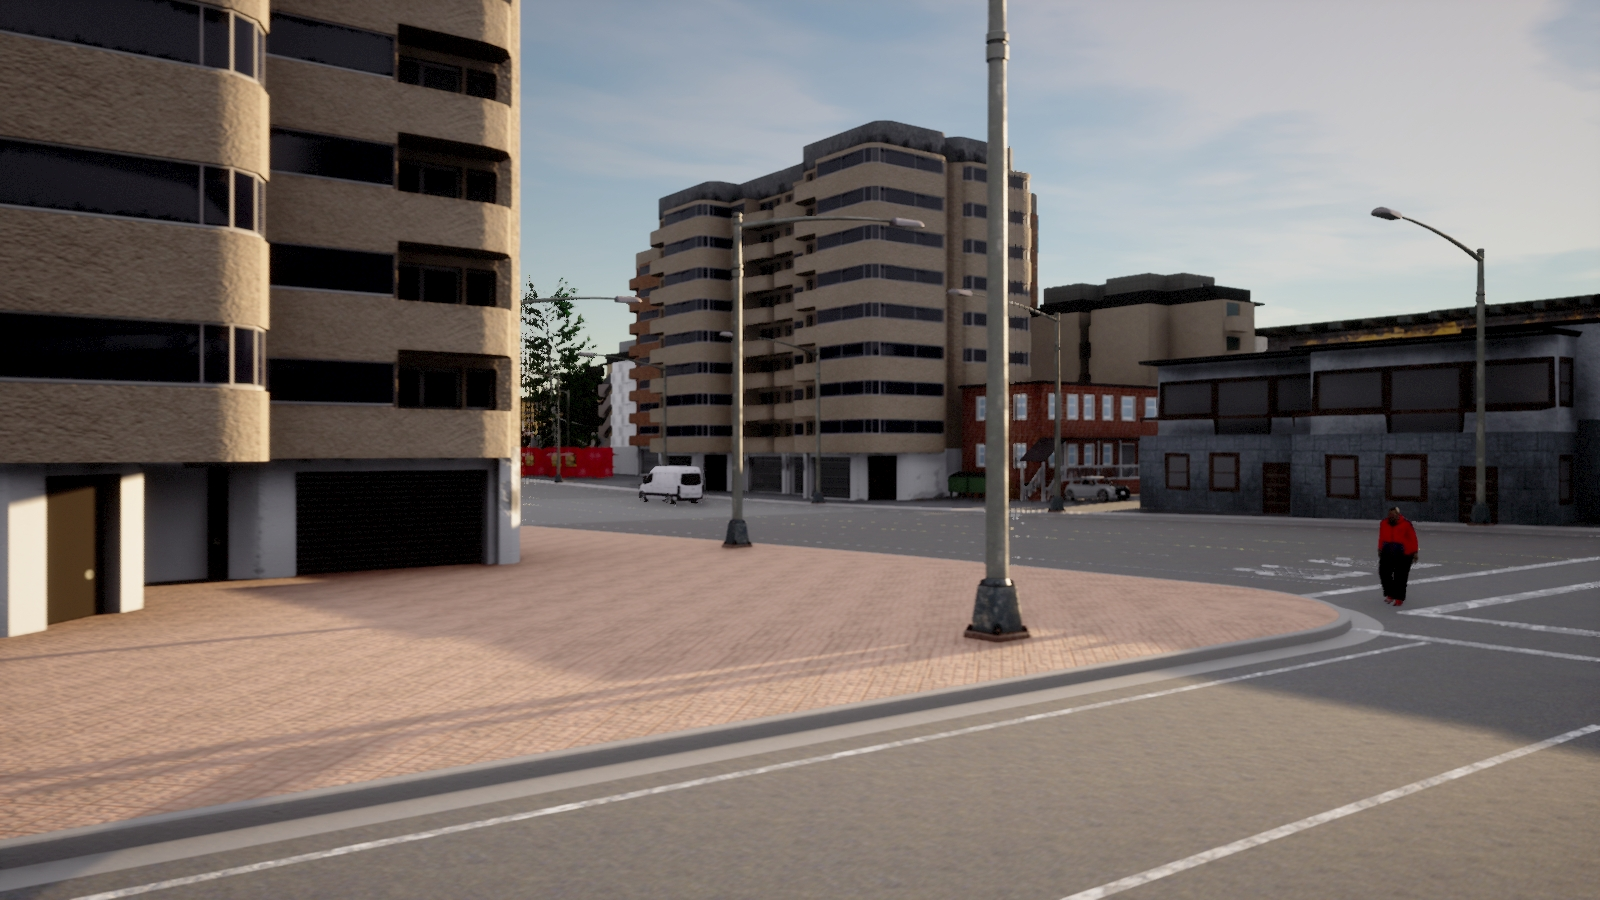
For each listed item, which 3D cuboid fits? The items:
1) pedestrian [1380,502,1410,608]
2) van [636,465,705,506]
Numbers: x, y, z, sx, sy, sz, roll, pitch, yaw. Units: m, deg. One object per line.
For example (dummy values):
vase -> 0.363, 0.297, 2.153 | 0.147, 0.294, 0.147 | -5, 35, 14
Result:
pedestrian -> 10.705, 1.880, 20.553 | 0.375, 1.860, 0.375 | 0, 0, -42
van -> -8.937, 2.366, 78.176 | 1.988, 2.561, 5.915 | 0, 0, -36
